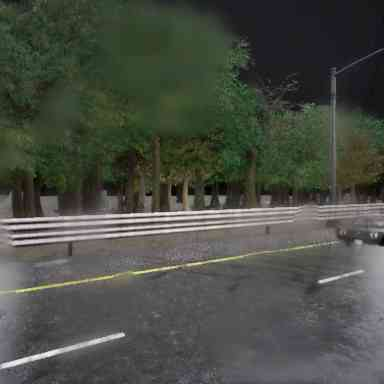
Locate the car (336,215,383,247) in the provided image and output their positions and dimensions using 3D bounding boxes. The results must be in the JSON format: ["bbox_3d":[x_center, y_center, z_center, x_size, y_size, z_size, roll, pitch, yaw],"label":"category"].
[{"bbox_3d":[8.181,1.618,13.976,4.718,1.301,1.895,0,0,-35],"label":"car"}]
